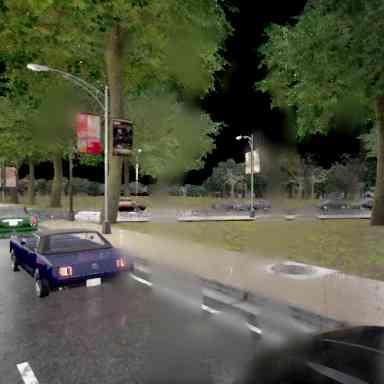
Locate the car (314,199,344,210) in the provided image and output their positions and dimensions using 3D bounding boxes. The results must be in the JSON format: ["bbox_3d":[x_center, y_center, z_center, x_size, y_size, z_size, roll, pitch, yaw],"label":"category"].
[{"bbox_3d":[19.926,1.802,47.739,4.892,1.490,1.837,0,0,-14],"label":"car"}]

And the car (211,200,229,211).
[{"bbox_3d":[4.622,1.764,43.859,4.181,1.385,1.994,0,0,-14],"label":"car"}]

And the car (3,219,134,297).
[{"bbox_3d":[-3.417,1.604,8.726,1.895,1.301,4.718,0,0,-38],"label":"car"}]

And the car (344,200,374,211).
[{"bbox_3d":[23.783,1.826,45.348,4.892,1.490,1.837,1,0,-14],"label":"car"}]

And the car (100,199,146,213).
[{"bbox_3d":[-7.616,1.726,37.384,4.718,1.301,1.895,0,0,-14],"label":"car"}]

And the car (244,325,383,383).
[{"bbox_3d":[2.349,1.478,1.247,1.882,1.535,5.008,0,0,-37],"label":"car"}]

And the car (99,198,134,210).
[{"bbox_3d":[-8.939,1.475,40.402,4.553,1.767,2.097,0,0,-14],"label":"car"}]

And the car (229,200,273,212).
[{"bbox_3d":[7.586,1.706,41.260,4.902,1.511,2.128,1,0,-14],"label":"car"}]

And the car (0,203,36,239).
[{"bbox_3d":[-8.901,1.359,15.848,2.097,1.767,4.553,0,0,-38],"label":"car"}]
